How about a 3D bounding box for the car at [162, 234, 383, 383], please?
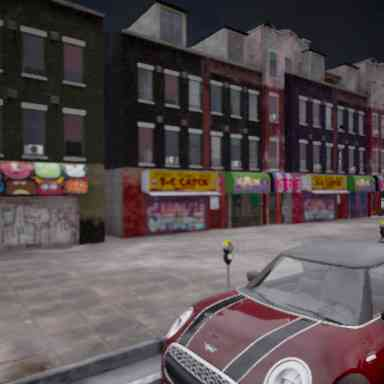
[{"bbox_3d":[1.641,1.414,3.995,4.097,1.590,1.967,-1,0,-35],"label":"car"}]
